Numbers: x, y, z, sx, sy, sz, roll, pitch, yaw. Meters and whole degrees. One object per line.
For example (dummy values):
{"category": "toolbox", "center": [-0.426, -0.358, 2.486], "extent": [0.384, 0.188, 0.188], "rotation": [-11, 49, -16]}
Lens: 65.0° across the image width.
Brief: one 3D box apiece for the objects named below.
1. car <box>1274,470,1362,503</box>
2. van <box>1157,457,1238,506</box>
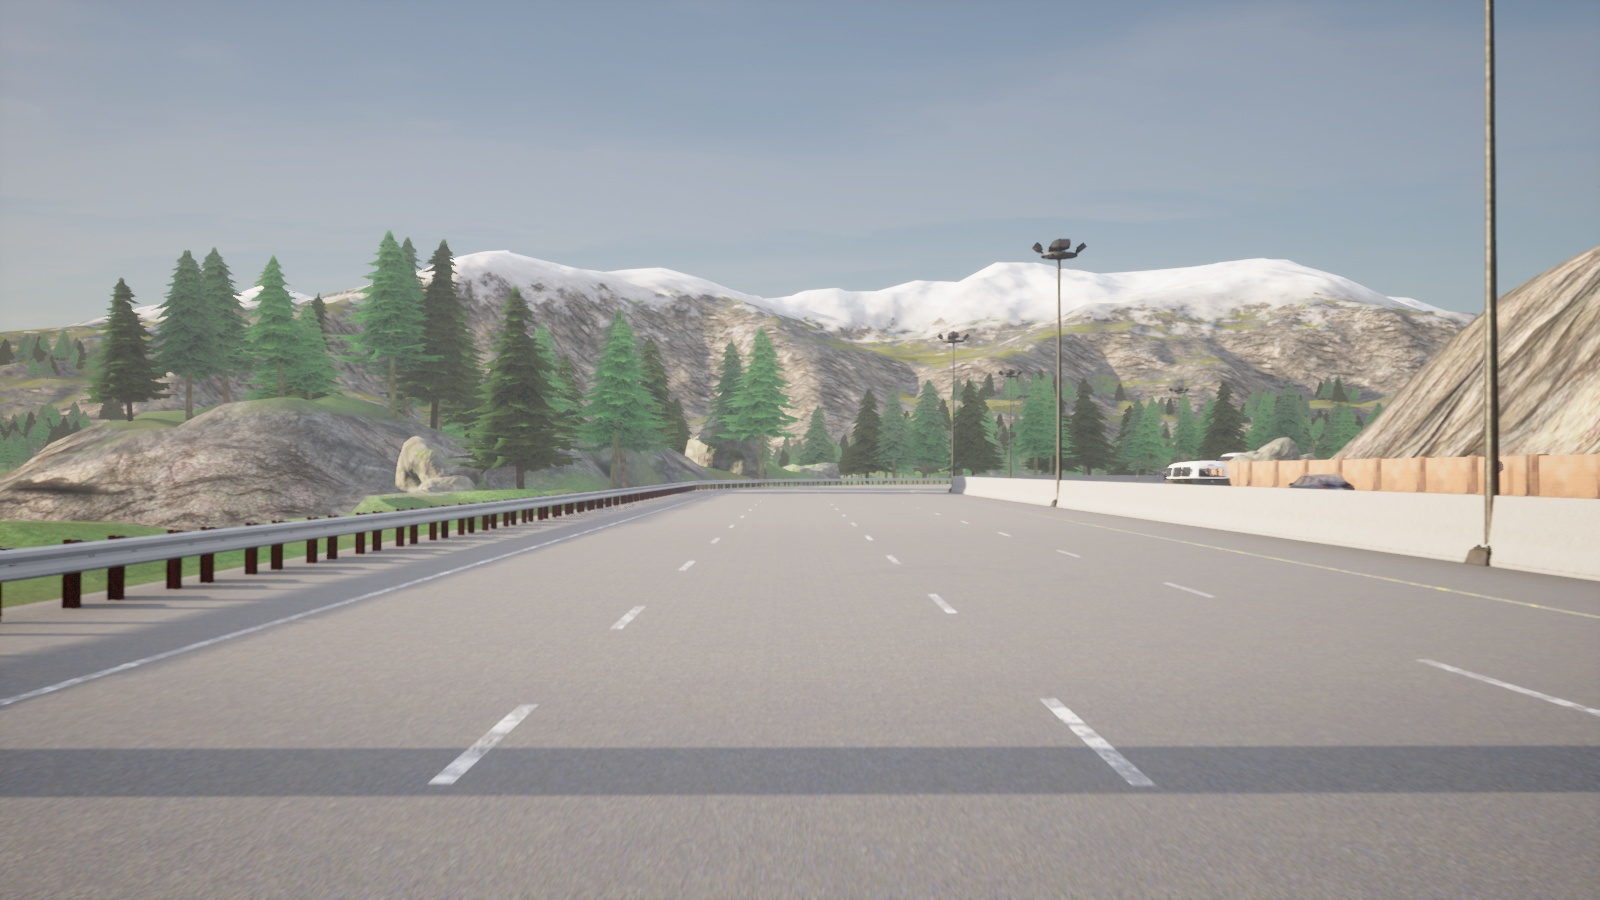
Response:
{"category": "car", "center": [24.244, 1.692, 58.985], "extent": [2.163, 1.488, 4.792], "rotation": [0, -1, 0]}
{"category": "van", "center": [17.260, 1.373, 54.777], "extent": [2.069, 2.038, 4.480], "rotation": [0, -1, 0]}
